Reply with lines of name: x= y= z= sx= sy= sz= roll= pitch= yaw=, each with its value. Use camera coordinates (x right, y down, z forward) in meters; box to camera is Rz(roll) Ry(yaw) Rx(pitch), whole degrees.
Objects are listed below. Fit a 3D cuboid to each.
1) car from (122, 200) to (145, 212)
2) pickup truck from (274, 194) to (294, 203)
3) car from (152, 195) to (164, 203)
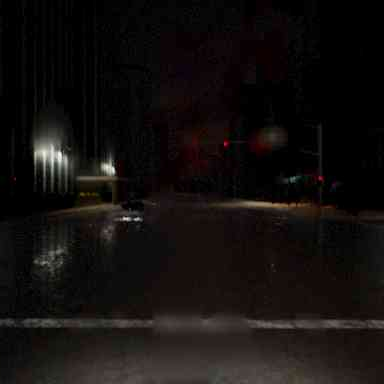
car: x=-6.730 y=1.546 z=38.381 sx=1.895 sy=1.301 sz=4.718 roll=0 pitch=0 yaw=0
pickup truck: x=17.058 y=0.968 z=61.637 sx=2.390 sy=2.098 sz=6.274 roll=0 pitch=0 yaw=31
car: x=-6.545 y=1.410 z=64.193 sx=2.128 sy=1.511 sz=4.902 roll=0 pitch=0 yaw=0
